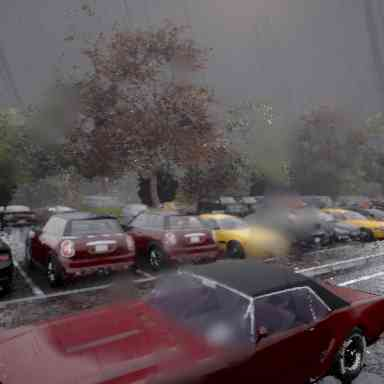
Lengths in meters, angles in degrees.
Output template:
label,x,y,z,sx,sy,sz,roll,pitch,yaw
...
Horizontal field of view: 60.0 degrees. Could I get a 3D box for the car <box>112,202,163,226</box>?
label,x,y,z,sx,sy,sz,roll,pitch,yaw
car,-4.231,1.594,25.253,2.002,1.452,4.674,1,0,-35

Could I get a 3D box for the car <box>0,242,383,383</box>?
label,x,y,z,sx,sy,sz,roll,pitch,yaw
car,0.303,1.608,3.903,4.718,1.301,1.895,0,0,-36

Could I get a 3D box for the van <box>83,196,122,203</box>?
label,x,y,z,sx,sy,sz,roll,pitch,yaw
van,-6.553,1.308,23.741,1.878,1.987,4.442,1,0,-35

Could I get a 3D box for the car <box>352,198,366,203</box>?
label,x,y,z,sx,sy,sz,roll,pitch,yaw
car,18.321,1.806,41.325,2.163,1.488,4.792,1,-1,-35

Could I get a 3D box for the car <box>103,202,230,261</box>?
label,x,y,z,sx,sy,sz,roll,pitch,yaw
car,-1.141,1.390,11.359,2.185,1.767,4.553,1,0,-35

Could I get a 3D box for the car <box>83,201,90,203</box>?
label,x,y,z,sx,sy,sz,roll,pitch,yaw
car,-8.641,1.555,22.111,2.002,1.452,4.674,1,0,-35

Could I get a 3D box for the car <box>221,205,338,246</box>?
label,x,y,z,sx,sy,sz,roll,pitch,yaw
car,3.368,1.557,14.597,2.231,1.521,4.892,1,0,-35

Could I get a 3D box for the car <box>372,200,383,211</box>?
label,x,y,z,sx,sy,sz,roll,pitch,yaw
car,29.831,1.988,49.248,1.946,1.575,5.366,1,-1,-35

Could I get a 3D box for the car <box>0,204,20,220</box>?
label,x,y,z,sx,sy,sz,roll,pitch,yaw
car,-10.897,1.494,20.502,2.097,1.535,5.008,1,0,-35

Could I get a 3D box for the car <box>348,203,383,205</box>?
label,x,y,z,sx,sy,sz,roll,pitch,yaw
car,10.168,1.647,19.405,2.163,1.488,4.792,1,0,-35

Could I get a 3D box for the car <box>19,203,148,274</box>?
label,x,y,z,sx,sy,sz,roll,pitch,yaw
car,-3.403,1.370,9.750,2.185,1.767,4.553,1,0,-35

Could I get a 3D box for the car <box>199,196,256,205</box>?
label,x,y,z,sx,sy,sz,roll,pitch,yaw
car,2.663,1.364,30.119,2.435,2.045,5.566,1,0,-35

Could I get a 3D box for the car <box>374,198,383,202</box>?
label,x,y,z,sx,sy,sz,roll,pitch,yaw
car,22.970,1.888,44.561,2.163,1.488,4.792,1,-1,-35

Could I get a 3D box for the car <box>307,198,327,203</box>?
label,x,y,z,sx,sy,sz,roll,pitch,yaw
car,11.671,1.696,36.566,2.097,1.535,5.008,1,0,-35

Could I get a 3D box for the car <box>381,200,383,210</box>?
label,x,y,z,sx,sy,sz,roll,pitch,yaw
car,31.982,2.076,51.002,2.002,1.452,4.674,1,-1,-35

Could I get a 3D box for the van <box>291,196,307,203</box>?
label,x,y,z,sx,sy,sz,roll,pitch,yaw
van,9.351,1.450,35.053,1.878,1.987,4.442,1,0,-35

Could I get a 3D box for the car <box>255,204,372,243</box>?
label,x,y,z,sx,sy,sz,roll,pitch,yaw
car,5.624,1.578,16.216,2.231,1.521,4.892,1,0,-35

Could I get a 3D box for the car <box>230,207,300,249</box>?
label,x,y,z,sx,sy,sz,roll,pitch,yaw
car,1.210,1.533,12.842,1.946,1.575,5.366,1,0,-35

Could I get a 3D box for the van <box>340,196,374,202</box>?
label,x,y,z,sx,sy,sz,roll,pitch,yaw
van,20.531,1.589,43.004,1.878,1.987,4.442,1,-1,-35

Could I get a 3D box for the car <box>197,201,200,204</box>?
label,x,y,z,sx,sy,sz,roll,pitch,yaw
car,-1.867,1.575,26.924,2.097,1.535,5.008,1,0,-35

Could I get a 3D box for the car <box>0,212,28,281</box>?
label,x,y,z,sx,sy,sz,roll,pitch,yaw
car,-5.681,1.475,8.161,2.097,1.535,5.008,1,0,-35

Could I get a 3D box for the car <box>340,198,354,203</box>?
label,x,y,z,sx,sy,sz,roll,pitch,yaw
car,16.170,1.775,39.795,2.163,1.488,4.792,1,0,-35

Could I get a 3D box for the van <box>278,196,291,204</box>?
label,x,y,z,sx,sy,sz,roll,pitch,yaw
van,7.229,1.430,33.257,1.878,1.987,4.442,1,0,-35

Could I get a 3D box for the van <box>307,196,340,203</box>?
label,x,y,z,sx,sy,sz,roll,pitch,yaw
van,14.009,1.494,38.089,1.878,1.987,4.442,1,0,-36

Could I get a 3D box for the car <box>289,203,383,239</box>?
label,x,y,z,sx,sy,sz,roll,pitch,yaw
car,7.997,1.594,17.669,1.946,1.575,5.366,0,0,-35

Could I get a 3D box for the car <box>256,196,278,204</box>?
label,x,y,z,sx,sy,sz,roll,pitch,yaw
car,4.921,1.384,31.724,2.435,2.045,5.566,1,0,-35
